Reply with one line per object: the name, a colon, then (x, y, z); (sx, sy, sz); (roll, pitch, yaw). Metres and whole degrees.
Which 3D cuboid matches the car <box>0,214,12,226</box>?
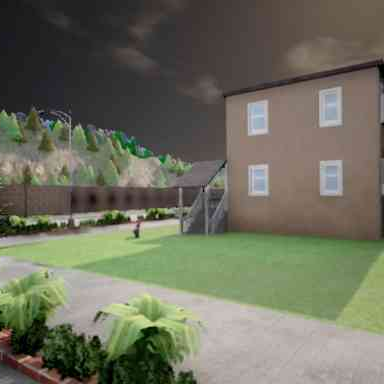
car: (-12.217, 1.550, 18.613); (2.097, 1.767, 4.553); (-1, -1, 36)
